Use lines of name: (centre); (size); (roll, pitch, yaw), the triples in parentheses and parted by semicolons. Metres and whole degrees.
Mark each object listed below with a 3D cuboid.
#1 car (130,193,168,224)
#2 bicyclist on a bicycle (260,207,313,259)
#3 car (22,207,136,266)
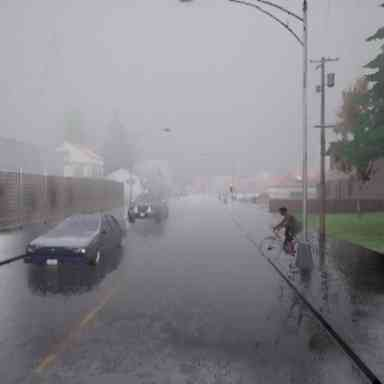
car: (-3.037, 1.102, 24.162); (2.150, 2.045, 5.566); (0, 0, 4)
bicyclist on a bicycle: (2.917, 1.287, 10.206); (1.656, 1.620, 0.582); (3, 0, 3)
car: (-3.652, 1.488, 11.634); (2.033, 1.411, 5.357); (0, 0, 3)
